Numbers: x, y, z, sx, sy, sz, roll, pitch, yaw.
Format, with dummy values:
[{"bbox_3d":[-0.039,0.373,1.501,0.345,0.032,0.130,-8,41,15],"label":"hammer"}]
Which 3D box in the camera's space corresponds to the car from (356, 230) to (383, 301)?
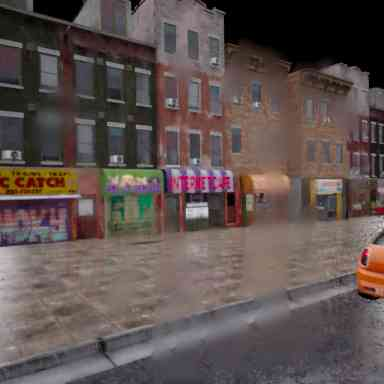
[{"bbox_3d":[5.538,1.349,7.110,4.553,1.767,2.097,0,0,-35],"label":"car"}]
